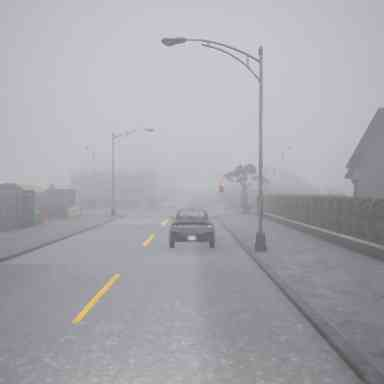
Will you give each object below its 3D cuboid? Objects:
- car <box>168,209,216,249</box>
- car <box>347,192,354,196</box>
[{"bbox_3d":[0.000,1.494,14.650,2.128,1.511,4.902,0,0,0],"label":"car"},{"bbox_3d":[38.004,0.972,78.375,1.905,1.878,3.866,0,0,0],"label":"car"}]
